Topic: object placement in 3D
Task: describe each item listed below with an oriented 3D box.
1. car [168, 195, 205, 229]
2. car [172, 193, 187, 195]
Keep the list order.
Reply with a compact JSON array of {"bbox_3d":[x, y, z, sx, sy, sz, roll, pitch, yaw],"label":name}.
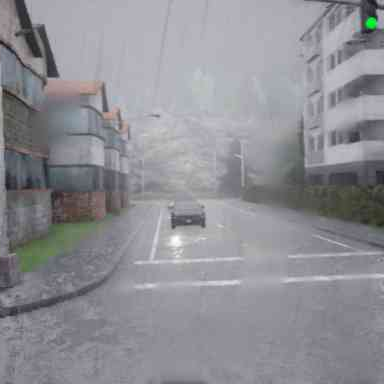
[{"bbox_3d":[-0.349,1.190,19.770,1.882,1.535,5.008,-1,1,-4],"label":"car"},{"bbox_3d":[-1.065,0.881,29.536,2.097,1.767,4.553,-1,1,-4],"label":"car"}]
